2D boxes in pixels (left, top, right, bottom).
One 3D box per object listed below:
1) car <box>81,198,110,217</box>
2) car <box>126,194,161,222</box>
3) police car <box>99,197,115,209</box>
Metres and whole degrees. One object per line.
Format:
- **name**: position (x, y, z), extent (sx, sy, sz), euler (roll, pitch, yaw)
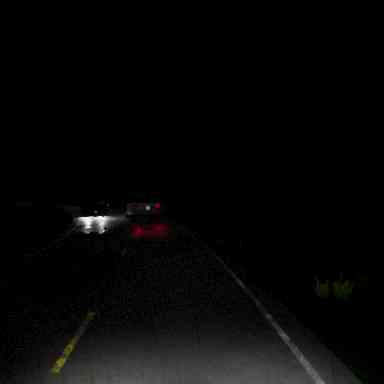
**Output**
- **car**: position (-9.175, 1.540, 30.969), extent (1.994, 1.385, 4.181), euler (0, 0, -23)
- **car**: position (-3.932, 1.190, 26.358), extent (2.150, 2.045, 5.566), euler (0, 0, -17)
- **police car**: position (-11.804, 1.463, 43.619), extent (2.038, 1.542, 4.974), euler (-1, 0, -31)
